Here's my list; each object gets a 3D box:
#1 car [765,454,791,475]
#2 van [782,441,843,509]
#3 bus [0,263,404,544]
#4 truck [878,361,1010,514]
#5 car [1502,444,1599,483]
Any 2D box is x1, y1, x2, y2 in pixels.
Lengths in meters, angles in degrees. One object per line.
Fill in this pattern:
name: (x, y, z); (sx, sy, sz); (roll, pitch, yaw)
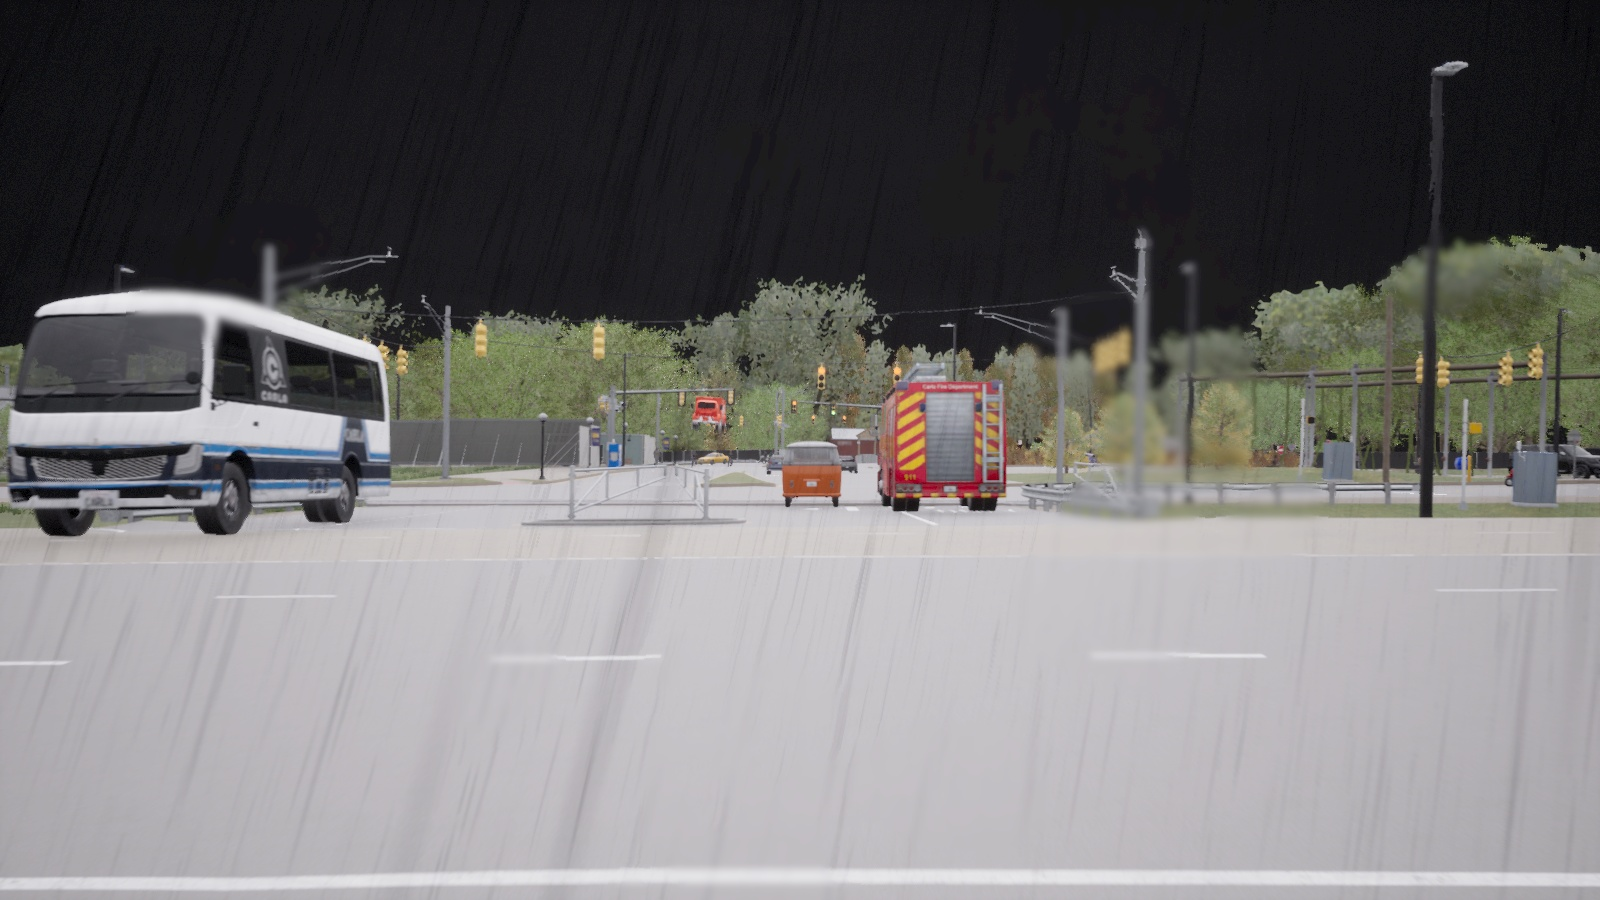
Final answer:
car: (-1.674, 1.112, 96.147); (1.789, 1.549, 3.705); (1, -1, -4)
van: (0.387, 0.715, 38.963); (1.775, 1.987, 4.442); (0, 1, 1)
bus: (-11.163, -0.604, 24.195); (3.944, 4.253, 10.273); (-1, -1, -1)
truck: (3.868, -0.226, 35.730); (2.891, 3.827, 8.468); (0, -1, 1)
car: (41.972, 0.761, 69.142); (2.150, 2.045, 5.566); (1, -1, -24)
